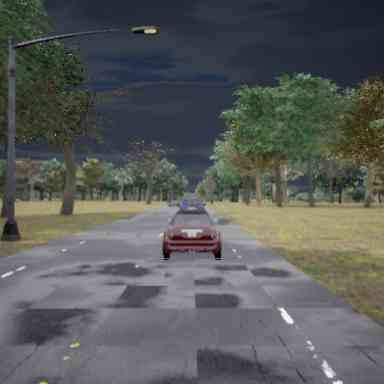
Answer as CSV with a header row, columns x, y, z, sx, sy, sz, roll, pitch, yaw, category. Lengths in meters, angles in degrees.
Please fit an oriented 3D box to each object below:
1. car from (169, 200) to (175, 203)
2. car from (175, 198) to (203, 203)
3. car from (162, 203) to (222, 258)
x,y,z,sx,sy,sz,roll,pitch,yaw,category
-3.545,2.333,64.686,1.994,1.385,4.181,0,-1,1,car
0.000,1.524,27.611,2.150,2.045,5.566,0,0,0,car
0.014,1.495,13.460,2.097,1.767,4.553,0,-1,0,car
